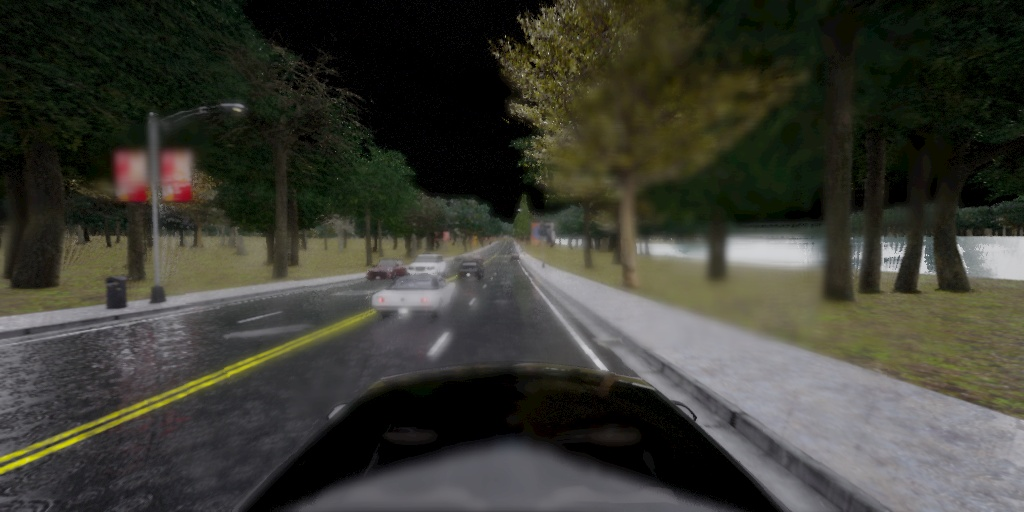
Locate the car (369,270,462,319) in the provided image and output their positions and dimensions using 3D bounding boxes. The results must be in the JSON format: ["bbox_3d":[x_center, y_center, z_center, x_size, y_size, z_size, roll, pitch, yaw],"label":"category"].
[{"bbox_3d":[-3.152,1.364,12.822,1.895,1.301,4.718,0,0,0],"label":"car"}]

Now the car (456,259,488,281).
[{"bbox_3d":[-3.151,1.232,29.593,1.837,1.490,4.892,0,0,0],"label":"car"}]

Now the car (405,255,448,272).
[{"bbox_3d":[-6.596,0.951,29.018,2.150,2.045,5.566,0,0,0],"label":"car"}]

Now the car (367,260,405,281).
[{"bbox_3d":[-9.845,1.082,28.752,2.097,1.767,4.553,0,0,0],"label":"car"}]
